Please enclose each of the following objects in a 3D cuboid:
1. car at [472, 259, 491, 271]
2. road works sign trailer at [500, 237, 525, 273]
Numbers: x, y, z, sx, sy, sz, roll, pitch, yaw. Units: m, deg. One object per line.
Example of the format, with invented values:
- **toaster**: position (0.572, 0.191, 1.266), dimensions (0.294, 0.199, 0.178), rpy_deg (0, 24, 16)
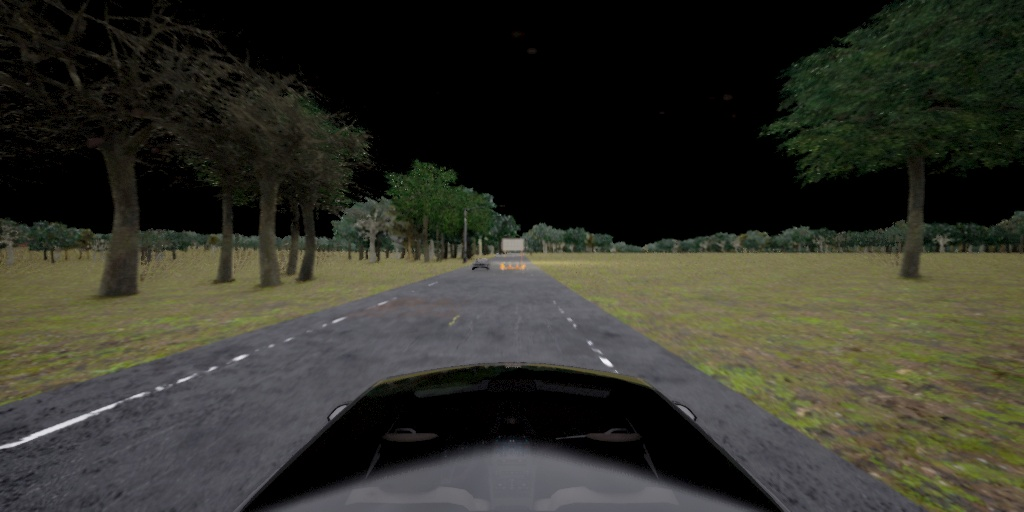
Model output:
- **car**: position (-3.433, 0.972, 40.675), dimensions (1.895, 1.301, 4.718), rpy_deg (0, 1, 1)
- **road works sign trailer**: position (0.106, -0.107, 36.685), dimensions (2.380, 3.560, 2.880), rpy_deg (0, 0, 0)
